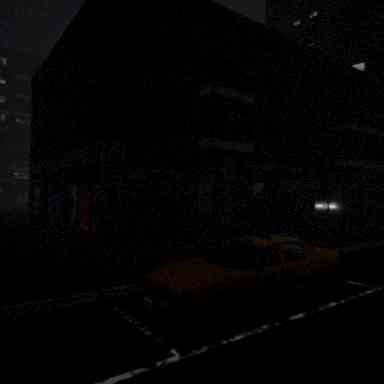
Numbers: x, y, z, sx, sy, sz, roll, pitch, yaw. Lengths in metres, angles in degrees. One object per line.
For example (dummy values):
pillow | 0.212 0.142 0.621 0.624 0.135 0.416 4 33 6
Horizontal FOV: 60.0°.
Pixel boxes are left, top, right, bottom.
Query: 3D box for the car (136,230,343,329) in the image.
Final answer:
car | 1.241 1.524 6.956 4.829 1.417 1.752 0 2 -35
